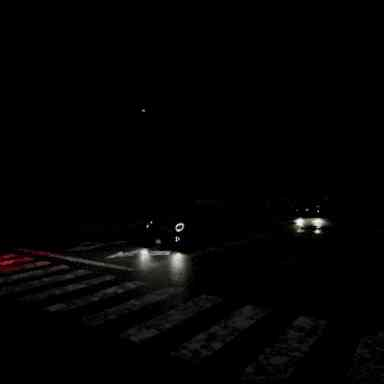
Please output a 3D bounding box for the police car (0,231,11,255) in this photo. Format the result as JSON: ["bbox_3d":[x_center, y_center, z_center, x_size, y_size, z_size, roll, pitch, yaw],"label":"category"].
[{"bbox_3d":[-7.936,1.576,9.170,2.038,1.542,4.974,0,1,35],"label":"police car"}]

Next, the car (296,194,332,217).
[{"bbox_3d":[11.733,1.237,31.611,2.150,2.045,5.566,0,0,35],"label":"car"}]

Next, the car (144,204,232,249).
[{"bbox_3d":[-0.045,1.370,14.904,2.097,1.767,4.553,0,0,35],"label":"car"}]
